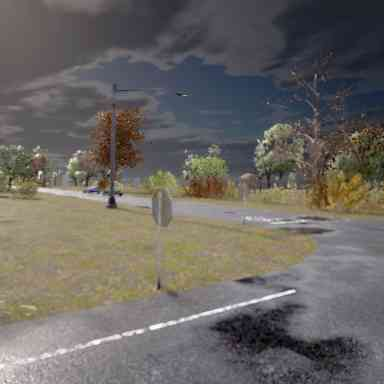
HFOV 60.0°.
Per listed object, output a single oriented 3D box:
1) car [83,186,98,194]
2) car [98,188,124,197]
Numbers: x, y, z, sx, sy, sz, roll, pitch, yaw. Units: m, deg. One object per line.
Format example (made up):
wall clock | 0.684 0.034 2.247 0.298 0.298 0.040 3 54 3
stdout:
car | -17.996 -0.377 59.579 1.812 1.442 4.674 1 1 -36
car | -12.436 0.006 51.802 1.895 1.301 4.718 1 1 -36
